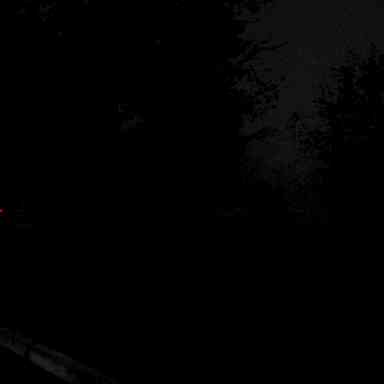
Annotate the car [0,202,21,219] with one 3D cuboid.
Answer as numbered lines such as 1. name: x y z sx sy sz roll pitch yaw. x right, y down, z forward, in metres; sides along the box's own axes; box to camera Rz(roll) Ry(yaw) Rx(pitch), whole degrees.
1. car: -16.185 1.567 28.480 2.033 1.411 5.357 0 0 -40
